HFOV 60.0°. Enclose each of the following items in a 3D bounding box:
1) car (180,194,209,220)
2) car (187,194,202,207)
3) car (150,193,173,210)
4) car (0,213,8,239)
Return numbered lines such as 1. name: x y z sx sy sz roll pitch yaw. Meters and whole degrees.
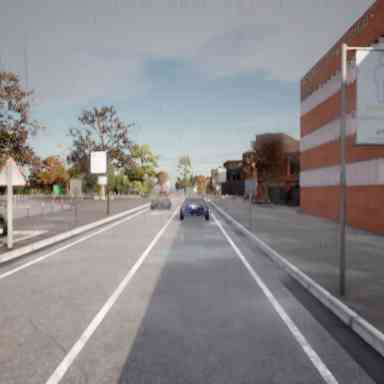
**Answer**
1. car: 0.186 1.081 25.519 2.097 1.767 4.553 0 1 0
2. car: 0.313 1.012 42.538 1.837 1.490 4.892 0 0 1
3. car: -3.189 1.164 34.962 1.994 1.385 4.181 0 1 1
4. car: -9.532 1.027 11.757 5.566 2.045 2.435 0 1 0
